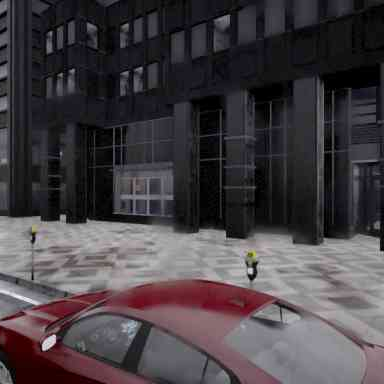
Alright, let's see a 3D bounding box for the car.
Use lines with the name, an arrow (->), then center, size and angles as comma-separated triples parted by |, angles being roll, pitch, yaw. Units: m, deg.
car -> -0.227, 1.545, 3.124 | 4.507, 1.381, 1.887 | 0, 0, 35
